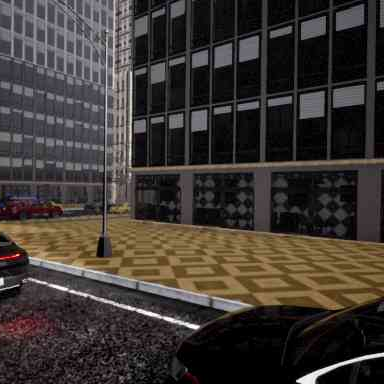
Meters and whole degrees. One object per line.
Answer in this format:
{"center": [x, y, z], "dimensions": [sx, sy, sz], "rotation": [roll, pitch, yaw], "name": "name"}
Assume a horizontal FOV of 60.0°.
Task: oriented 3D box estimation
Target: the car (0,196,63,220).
{"center": [-14.153, 1.519, 29.660], "dimensions": [2.192, 1.841, 5.009], "rotation": [1, 0, 37], "name": "car"}

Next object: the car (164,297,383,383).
{"center": [1.994, 1.505, 2.252], "dimensions": [4.892, 1.490, 1.837], "rotation": [0, 0, 36], "name": "car"}

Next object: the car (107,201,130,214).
{"center": [-7.322, 1.830, 38.847], "dimensions": [1.752, 1.417, 4.829], "rotation": [1, 0, 37], "name": "car"}

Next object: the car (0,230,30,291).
{"center": [-5.722, 1.500, 7.796], "dimensions": [4.892, 1.490, 1.837], "rotation": [0, 0, 36], "name": "car"}

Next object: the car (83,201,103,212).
{"center": [-11.562, 1.819, 42.840], "dimensions": [1.895, 1.301, 4.718], "rotation": [1, 0, 37], "name": "car"}

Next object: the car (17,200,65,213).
{"center": [-17.617, 1.643, 39.048], "dimensions": [1.752, 1.417, 4.829], "rotation": [1, 0, 37], "name": "car"}
